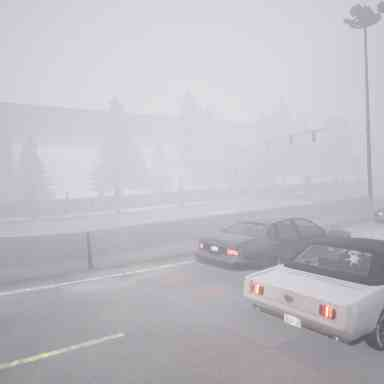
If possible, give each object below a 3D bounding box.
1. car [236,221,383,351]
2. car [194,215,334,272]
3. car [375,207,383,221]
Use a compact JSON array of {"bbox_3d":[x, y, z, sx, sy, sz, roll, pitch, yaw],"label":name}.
[{"bbox_3d":[3.251,1.506,6.092,4.718,1.301,1.895,-2,1,-36],"label":"car"},{"bbox_3d":[2.616,1.400,9.944,5.357,1.411,2.033,-3,1,-36],"label":"car"},{"bbox_3d":[10.764,0.867,15.808,5.357,1.411,2.033,-4,2,-36],"label":"car"}]
